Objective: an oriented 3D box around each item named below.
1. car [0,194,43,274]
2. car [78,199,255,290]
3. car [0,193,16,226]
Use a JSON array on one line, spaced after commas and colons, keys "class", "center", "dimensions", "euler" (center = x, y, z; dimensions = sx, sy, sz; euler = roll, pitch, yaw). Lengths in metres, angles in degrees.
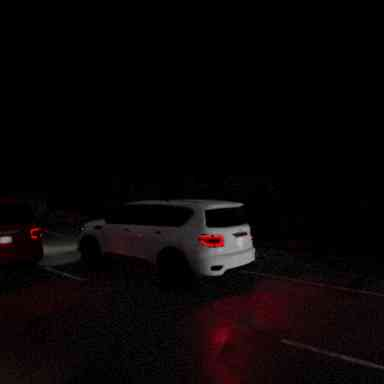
[{"class": "car", "center": [-6.266, 1.183, 9.466], "dimensions": [5.566, 2.045, 2.150], "euler": [0, 0, 43]}, {"class": "car", "center": [-0.946, 1.211, 9.382], "dimensions": [5.566, 2.045, 2.150], "euler": [0, 0, 40]}, {"class": "car", "center": [-13.966, 1.133, 23.085], "dimensions": [2.150, 2.045, 5.566], "euler": [0, 0, -38]}]
